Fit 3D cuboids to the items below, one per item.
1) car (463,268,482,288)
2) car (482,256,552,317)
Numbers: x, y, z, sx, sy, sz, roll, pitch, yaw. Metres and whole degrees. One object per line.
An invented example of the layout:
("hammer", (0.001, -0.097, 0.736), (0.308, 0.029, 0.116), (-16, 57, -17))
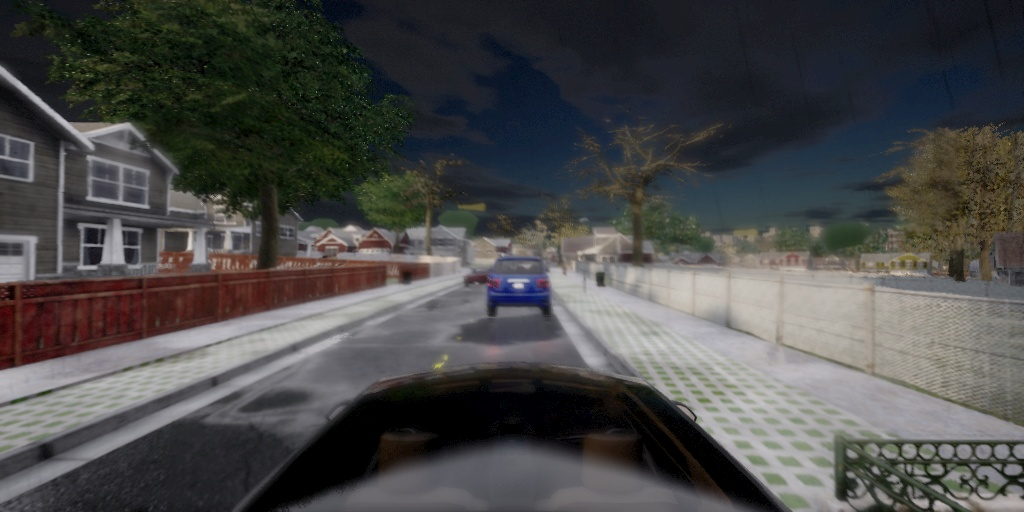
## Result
("car", (-2.131, 1.490, 25.282), (1.895, 1.301, 4.718), (0, 0, 3))
("car", (0.314, 1.037, 13.743), (2.150, 2.045, 5.566), (0, 0, 2))
